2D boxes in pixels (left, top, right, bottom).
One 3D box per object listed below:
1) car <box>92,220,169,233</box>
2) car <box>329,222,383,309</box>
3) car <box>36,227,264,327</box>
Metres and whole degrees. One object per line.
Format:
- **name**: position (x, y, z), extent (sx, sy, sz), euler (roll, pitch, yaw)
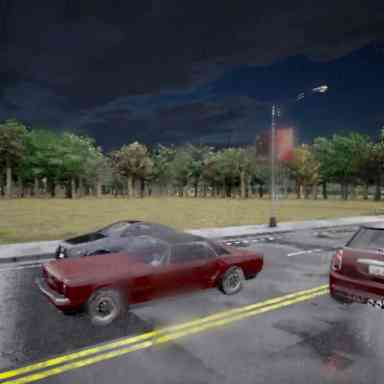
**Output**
- **car**: position (-1.941, 1.577, 10.282), extent (4.181, 1.385, 1.994), euler (0, 0, -35)
- **car**: position (4.929, 1.378, 6.952), extent (4.553, 1.767, 2.097), euler (0, 0, -36)
- **car**: position (-0.712, 1.612, 7.170), extent (4.718, 1.301, 1.895), euler (0, 0, -35)
